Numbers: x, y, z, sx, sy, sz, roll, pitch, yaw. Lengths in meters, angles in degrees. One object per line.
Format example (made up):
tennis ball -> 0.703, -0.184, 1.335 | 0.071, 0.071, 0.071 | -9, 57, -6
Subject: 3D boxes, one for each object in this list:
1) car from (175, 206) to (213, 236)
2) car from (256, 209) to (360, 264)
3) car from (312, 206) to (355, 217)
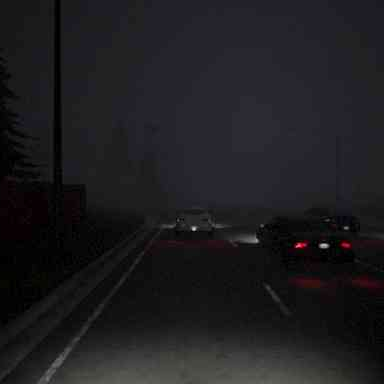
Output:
car -> 0.095, 1.441, 17.596 | 1.812, 1.442, 4.674 | 0, 0, 0
car -> 3.584, 1.493, 11.509 | 2.033, 1.411, 5.357 | 0, 0, 0
car -> 7.095, 1.442, 17.587 | 1.812, 1.442, 4.674 | 0, 0, 0
